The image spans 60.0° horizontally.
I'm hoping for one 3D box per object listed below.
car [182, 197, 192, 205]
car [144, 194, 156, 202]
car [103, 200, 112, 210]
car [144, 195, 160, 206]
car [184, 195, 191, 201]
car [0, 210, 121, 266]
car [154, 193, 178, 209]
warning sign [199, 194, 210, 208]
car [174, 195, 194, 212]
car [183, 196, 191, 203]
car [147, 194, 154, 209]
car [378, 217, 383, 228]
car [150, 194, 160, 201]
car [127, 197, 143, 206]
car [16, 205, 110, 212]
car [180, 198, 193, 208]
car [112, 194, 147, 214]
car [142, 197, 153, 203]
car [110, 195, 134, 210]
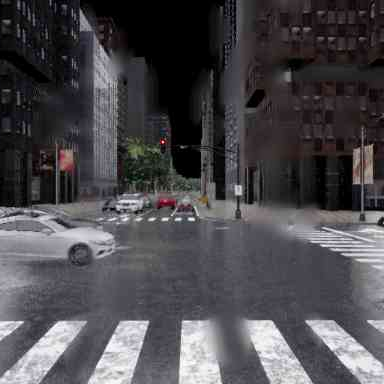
[{"bbox_3d":[-0.912,1.603,60.648,1.887,1.381,4.507,0,0,-1],"label":"car"},{"bbox_3d":[-9.587,1.417,76.854,2.192,1.841,5.009,0,0,-1],"label":"car"},{"bbox_3d":[-9.237,1.574,38.873,1.947,1.339,4.313,0,0,-1],"label":"car"},{"bbox_3d":[-6.712,1.399,55.738,2.097,1.767,4.553,0,0,0],"label":"car"},{"bbox_3d":[-1.162,1.574,87.772,1.967,1.590,4.097,0,0,-1],"label":"car"},{"bbox_3d":[-4.897,1.492,10.830,4.674,1.442,1.812,1,0,0],"label":"car"},{"bbox_3d":[-3.430,1.244,45.246,2.150,2.045,5.566,0,0,-1],"label":"car"},{"bbox_3d":[1.565,1.132,42.641,1.300,1.860,1.060,0,0,-1],"label":"warning sign"},{"bbox_3d":[-0.713,1.448,38.949,1.967,1.590,4.097,0,0,-1],"label":"car"},{"bbox_3d":[-1.013,1.613,71.667,1.752,1.417,4.829,0,0,-1],"label":"car"},{"bbox_3d":[-6.629,1.375,45.536,2.097,1.767,4.553,0,0,0],"label":"car"},{"bbox_3d":[14.094,1.788,20.933,4.181,1.385,1.994,1,0,0],"label":"car"},{"bbox_3d":[-9.687,1.449,87.706,2.192,1.841,5.009,0,0,-1],"label":"car"},{"bbox_3d":[-9.385,1.570,54.981,1.752,1.417,4.829,0,0,-1],"label":"car"},{"bbox_3d":[-6.284,1.431,14.067,4.902,1.511,2.128,1,0,0],"label":"car"},{"bbox_3d":[-0.812,1.615,49.798,1.802,1.307,4.206,0,0,-1],"label":"car"},{"bbox_3d":[-6.542,1.223,35.511,2.150,2.045,5.566,0,0,-1],"label":"car"},{"bbox_3d":[-9.536,1.669,71.428,1.802,1.307,4.206,0,0,-1],"label":"car"},{"bbox_3d":[-9.288,1.335,44.300,2.192,1.841,5.009,0,0,-1],"label":"car"}]
